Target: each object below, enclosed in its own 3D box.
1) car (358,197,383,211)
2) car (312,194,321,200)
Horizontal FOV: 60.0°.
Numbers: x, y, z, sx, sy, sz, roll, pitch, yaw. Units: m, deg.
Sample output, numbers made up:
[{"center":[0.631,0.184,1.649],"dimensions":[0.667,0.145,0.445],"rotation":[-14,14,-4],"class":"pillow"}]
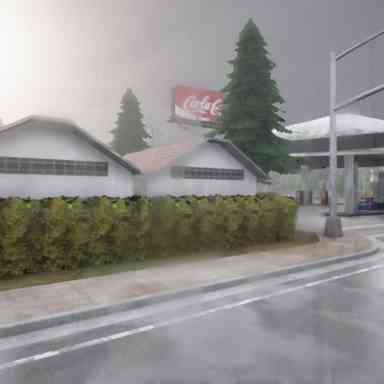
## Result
[{"center":[21.713,1.465,39.920],"dimensions":[4.611,1.667,2.242],"rotation":[0,0,-36],"class":"car"},{"center":[32.810,1.301,89.407],"dimensions":[2.152,1.636,5.027],"rotation":[0,0,-36],"class":"car"}]
